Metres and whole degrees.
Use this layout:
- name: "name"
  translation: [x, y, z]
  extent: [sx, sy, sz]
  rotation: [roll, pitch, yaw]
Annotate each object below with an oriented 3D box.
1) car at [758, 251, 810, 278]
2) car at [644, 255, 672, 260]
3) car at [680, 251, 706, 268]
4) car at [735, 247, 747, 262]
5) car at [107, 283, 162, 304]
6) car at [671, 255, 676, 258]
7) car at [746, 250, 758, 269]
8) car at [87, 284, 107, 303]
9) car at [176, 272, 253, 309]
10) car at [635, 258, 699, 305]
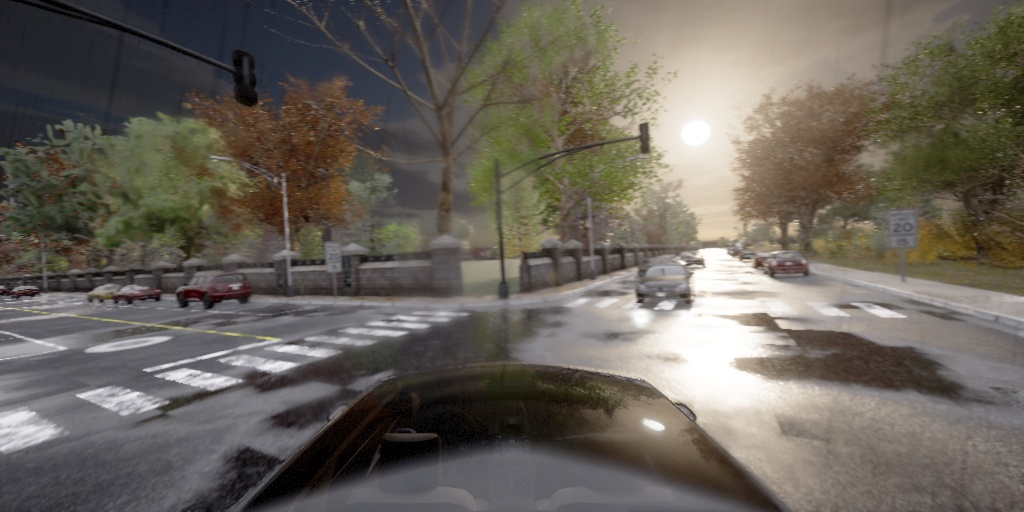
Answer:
- name: "car"
  translation: [16.750, 0.402, 22.065]
  extent: [1.967, 1.591, 4.097]
  rotation: [0, 0, 29]
- name: "car"
  translation: [11.305, 0.797, 28.575]
  extent: [1.948, 1.339, 4.313]
  rotation: [0, 0, 29]
- name: "car"
  translation: [18.567, 0.483, 36.356]
  extent: [1.895, 1.301, 4.718]
  rotation: [-3, 0, 29]
- name: "car"
  translation: [29.277, -0.053, 44.574]
  extent: [1.948, 1.339, 4.313]
  rotation: [0, 0, 29]
- name: "car"
  translation: [-26.588, 2.653, 25.509]
  extent: [4.207, 1.307, 1.802]
  rotation: [0, 0, 28]
- name: "car"
  translation: [14.082, 0.667, 33.536]
  extent: [1.948, 1.339, 4.313]
  rotation: [0, 0, 29]
- name: "car"
  translation: [20.948, 0.312, 29.683]
  extent: [1.888, 1.381, 4.507]
  rotation: [0, 0, 29]
- name: "car"
  translation: [-31.685, 2.849, 28.253]
  extent: [4.829, 1.417, 1.751]
  rotation: [0, 0, 28]
- name: "car"
  translation: [-16.692, 1.882, 20.181]
  extent: [5.009, 1.841, 2.192]
  rotation: [0, 0, 28]
- name: "car"
  translation: [6.136, 0.995, 14.133]
  extent: [1.812, 1.442, 4.674]
  rotation: [-3, 0, 29]
